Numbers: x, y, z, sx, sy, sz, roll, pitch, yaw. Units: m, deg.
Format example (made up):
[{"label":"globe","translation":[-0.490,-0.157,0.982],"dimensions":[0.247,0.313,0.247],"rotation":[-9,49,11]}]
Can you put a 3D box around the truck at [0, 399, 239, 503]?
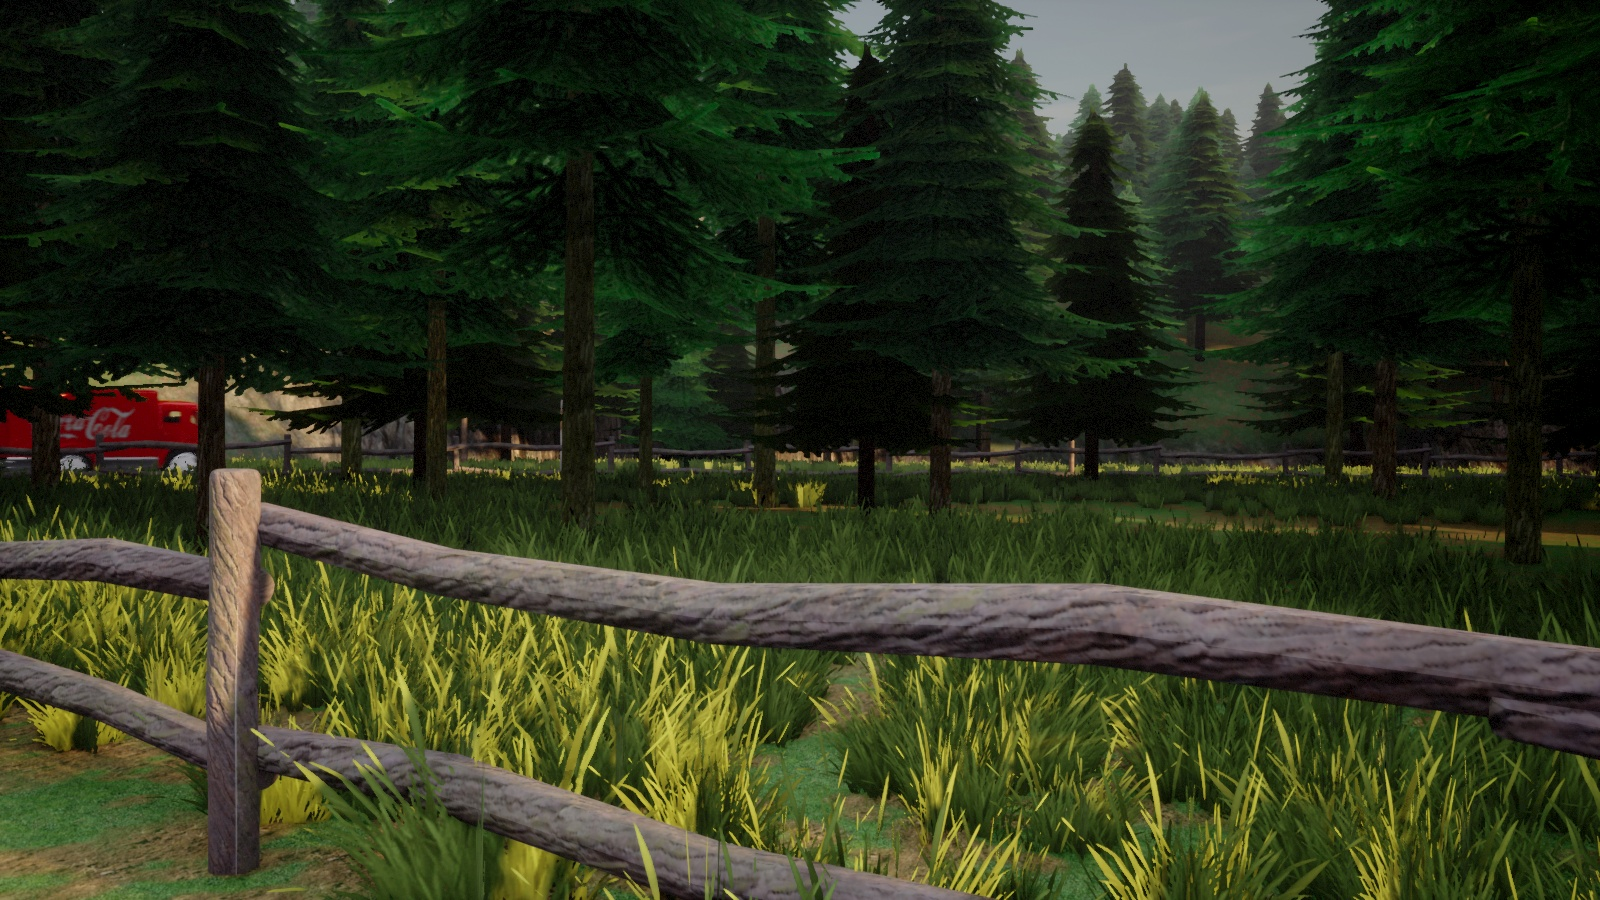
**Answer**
[{"label":"truck","translation":[-17.668,-0.011,32.384],"dimensions":[5.204,2.467,2.627],"rotation":[-1,1,-44]}]
